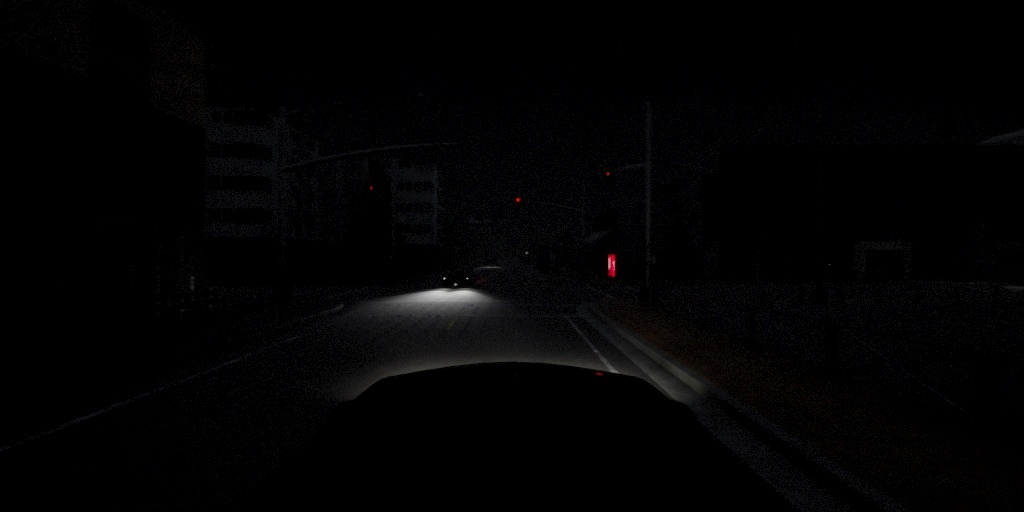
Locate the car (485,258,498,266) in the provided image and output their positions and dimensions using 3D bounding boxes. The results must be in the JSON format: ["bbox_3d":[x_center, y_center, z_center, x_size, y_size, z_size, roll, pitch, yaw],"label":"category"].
[{"bbox_3d":[-3.493,0.995,61.288,1.994,1.385,4.181,0,0,0],"label":"car"}]

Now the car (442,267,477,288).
[{"bbox_3d":[-3.498,1.457,24.469,1.895,1.301,4.718,0,0,0],"label":"car"}]
